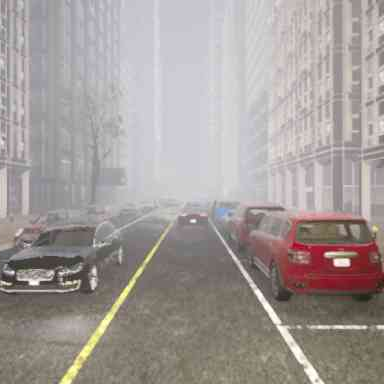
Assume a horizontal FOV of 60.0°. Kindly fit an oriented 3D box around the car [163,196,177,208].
[{"bbox_3d":[-3.127,1.679,50.942,1.882,1.535,5.008,0,0,0],"label":"car"}]

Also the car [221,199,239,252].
[{"bbox_3d":[2.674,1.378,14.037,2.192,1.841,5.009,0,0,0],"label":"car"}]

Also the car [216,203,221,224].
[{"bbox_3d":[2.669,1.613,19.904,1.752,1.417,4.829,0,0,0],"label":"car"}]

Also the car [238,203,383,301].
[{"bbox_3d":[2.679,1.354,8.338,2.192,1.841,5.009,0,0,0],"label":"car"}]

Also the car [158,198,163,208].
[{"bbox_3d":[-5.739,1.633,48.222,1.967,1.590,4.097,0,0,0],"label":"car"}]

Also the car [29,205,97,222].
[{"bbox_3d":[-5.706,1.503,14.030,1.967,1.590,4.097,0,0,0],"label":"car"}]

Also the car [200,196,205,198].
[{"bbox_3d":[2.637,1.793,53.926,1.802,1.307,4.206,0,0,0],"label":"car"}]

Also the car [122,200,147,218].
[{"bbox_3d":[-5.723,1.683,31.126,2.008,1.369,4.403,0,0,0],"label":"car"}]

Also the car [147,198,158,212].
[{"bbox_3d":[-5.733,1.699,42.352,1.752,1.417,4.829,0,0,0],"label":"car"}]

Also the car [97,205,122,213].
[{"bbox_3d":[-5.712,1.527,19.729,1.967,1.590,4.097,0,0,0],"label":"car"}]

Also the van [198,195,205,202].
[{"bbox_3d":[2.603,1.638,88.117,1.690,1.788,3.998,0,0,0],"label":"van"}]

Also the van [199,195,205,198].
[{"bbox_3d":[2.631,1.568,59.625,1.690,1.788,3.998,0,0,0],"label":"van"}]

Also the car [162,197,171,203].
[{"bbox_3d":[-5.766,1.851,76.712,1.802,1.307,4.206,0,0,0],"label":"car"}]

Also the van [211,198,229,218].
[{"bbox_3d":[2.663,1.451,25.433,1.690,1.788,3.998,0,0,0],"label":"van"}]

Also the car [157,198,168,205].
[{"bbox_3d":[-5.755,1.807,65.316,1.947,1.339,4.313,0,0,0],"label":"car"}]

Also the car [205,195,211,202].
[{"bbox_3d":[2.658,1.447,31.132,2.192,1.841,5.009,0,0,0],"label":"car"}]

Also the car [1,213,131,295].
[{"bbox_3d":[-3.108,1.546,8.971,1.837,1.490,4.892,0,0,0],"label":"car"}]

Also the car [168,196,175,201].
[{"bbox_3d":[-5.782,1.891,93.808,1.802,1.307,4.206,0,0,0],"label":"car"}]

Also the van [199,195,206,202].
[{"bbox_3d":[2.609,1.625,82.418,1.690,1.788,3.998,0,0,0],"label":"van"}]

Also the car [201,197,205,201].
[{"bbox_3d":[2.642,1.744,48.229,2.008,1.369,4.403,0,0,0],"label":"car"}]

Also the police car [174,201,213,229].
[{"bbox_3d":[0.078,1.598,22.427,2.038,1.542,4.974,0,-1,0],"label":"police car"}]

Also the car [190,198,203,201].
[{"bbox_3d":[0.060,1.734,41.336,1.994,1.385,4.181,0,0,0],"label":"car"}]

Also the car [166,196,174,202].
[{"bbox_3d":[-5.777,1.841,88.109,1.887,1.381,4.507,0,0,0],"label":"car"}]
